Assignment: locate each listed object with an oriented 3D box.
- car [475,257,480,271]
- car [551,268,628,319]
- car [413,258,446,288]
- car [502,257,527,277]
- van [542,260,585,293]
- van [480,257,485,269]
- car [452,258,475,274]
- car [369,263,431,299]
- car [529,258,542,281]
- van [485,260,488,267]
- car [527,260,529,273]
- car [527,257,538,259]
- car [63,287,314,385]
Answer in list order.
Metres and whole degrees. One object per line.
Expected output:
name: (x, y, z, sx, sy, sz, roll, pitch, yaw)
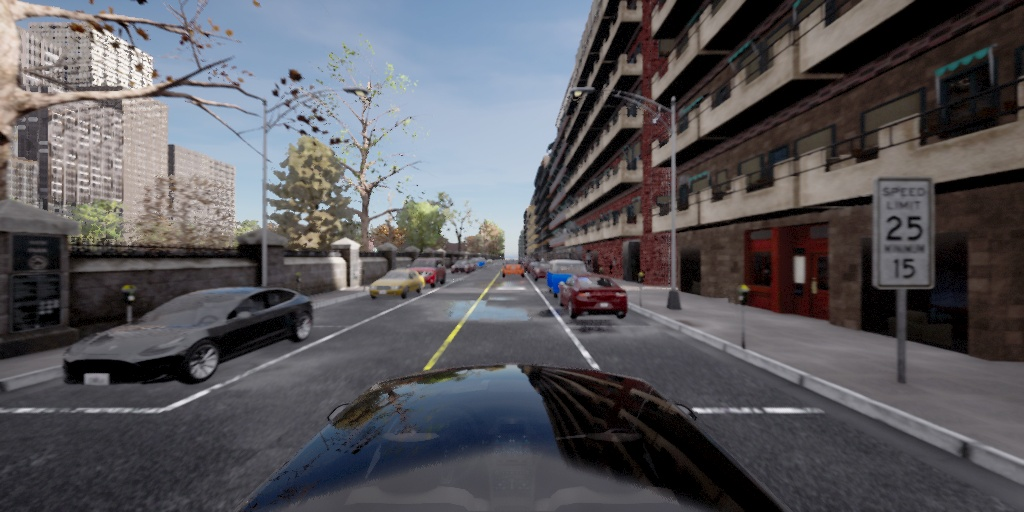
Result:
car: (-5.688, 1.216, 46.500, 1.967, 1.591, 4.097, 0, 0, 0)
car: (2.691, 1.297, 12.719, 1.888, 1.381, 4.507, 0, 0, 0)
car: (-5.689, 1.071, 23.981, 2.192, 1.841, 5.009, 0, 0, 0)
car: (0.101, 1.117, 35.207, 2.097, 1.767, 4.553, 0, 0, -1)
van: (2.692, 1.094, 18.350, 1.690, 1.789, 3.998, 0, 0, 0)
van: (-5.688, 1.133, 57.761, 1.690, 1.789, 3.998, 0, 0, 0)
car: (-5.688, 1.210, 40.871, 1.967, 1.591, 4.097, 0, 0, 0)
car: (-5.688, 1.279, 18.181, 1.751, 1.417, 4.829, 0, 0, 0)
car: (2.692, 1.200, 29.610, 1.967, 1.591, 4.097, 0, 0, 0)
van: (-5.688, 1.142, 63.390, 1.690, 1.789, 3.998, 0, 0, 0)
car: (2.692, 1.316, 35.240, 2.007, 1.370, 4.403, 0, 0, 0)
car: (2.693, 1.091, 46.500, 2.192, 1.841, 5.009, 0, 0, 0)
car: (-5.689, 1.316, 7.090, 1.948, 1.339, 4.313, 0, 0, 0)
